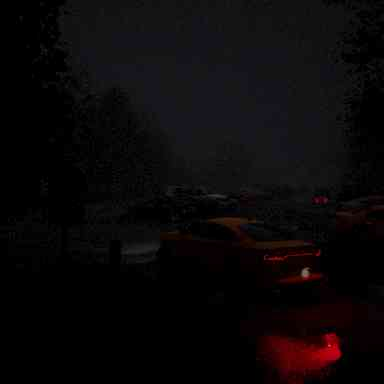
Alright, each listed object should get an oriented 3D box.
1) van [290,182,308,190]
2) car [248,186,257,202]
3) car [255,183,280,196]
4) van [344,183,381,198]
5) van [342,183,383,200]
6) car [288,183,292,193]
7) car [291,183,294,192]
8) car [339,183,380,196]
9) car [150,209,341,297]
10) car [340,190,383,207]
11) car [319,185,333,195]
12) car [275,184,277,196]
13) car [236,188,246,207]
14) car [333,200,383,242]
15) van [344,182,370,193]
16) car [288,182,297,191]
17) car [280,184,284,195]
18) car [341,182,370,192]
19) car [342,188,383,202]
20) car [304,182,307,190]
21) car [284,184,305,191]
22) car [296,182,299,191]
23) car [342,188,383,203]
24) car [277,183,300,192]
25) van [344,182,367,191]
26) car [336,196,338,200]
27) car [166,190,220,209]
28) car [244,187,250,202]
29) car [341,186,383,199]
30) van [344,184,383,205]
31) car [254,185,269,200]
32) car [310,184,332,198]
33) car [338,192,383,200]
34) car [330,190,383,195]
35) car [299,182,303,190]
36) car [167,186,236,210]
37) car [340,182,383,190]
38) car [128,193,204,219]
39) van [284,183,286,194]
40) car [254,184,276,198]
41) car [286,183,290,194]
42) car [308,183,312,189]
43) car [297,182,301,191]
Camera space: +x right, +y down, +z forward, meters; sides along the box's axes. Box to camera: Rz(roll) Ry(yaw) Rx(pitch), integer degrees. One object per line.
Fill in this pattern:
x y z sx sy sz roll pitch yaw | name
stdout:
29.135 -1.673 90.184 4.442 1.987 1.878 1 1 25 | van
3.641 0.467 34.754 5.366 1.575 1.946 1 3 25 | car
9.617 -0.168 47.260 4.553 1.767 2.185 1 2 25 | car
23.867 -0.238 46.753 4.442 1.987 1.878 1 2 25 | van
21.348 -0.065 41.799 4.442 1.987 1.878 1 2 24 | van
14.187 -0.363 57.378 4.792 1.488 2.163 1 2 25 | car
15.344 -0.450 59.900 4.792 1.488 2.163 1 2 25 | car
26.044 -0.438 51.845 5.566 2.045 2.435 1 2 25 | car
0.892 1.389 8.476 1.882 1.535 5.008 2 -1 -31 | car
16.815 0.596 31.731 4.792 1.488 2.163 1 3 25 | car
22.808 -0.358 56.581 1.882 1.535 5.008 1 2 25 | car
8.425 0.051 44.755 4.892 1.521 2.231 1 3 25 | car
1.665 0.695 29.557 5.366 1.575 1.946 1 3 25 | car
8.811 1.336 14.222 5.008 1.535 2.097 1 3 25 | car
31.998 -0.847 64.485 4.442 1.987 1.878 1 2 25 | van
16.358 -0.572 62.487 5.366 1.575 1.946 1 2 25 | car
10.771 -0.102 49.786 4.792 1.488 2.163 1 2 25 | car
35.328 -1.135 72.095 5.566 2.045 2.435 1 2 25 | car
20.327 0.284 39.251 4.792 1.488 2.163 1 2 25 | car
23.461 -1.086 77.546 5.008 1.535 2.097 1 2 25 | car
24.624 -1.133 80.066 4.674 1.452 2.002 1 2 25 | car
17.689 -0.651 64.929 4.892 1.521 2.231 1 2 25 | car
19.227 0.379 36.853 4.792 1.488 2.163 1 3 25 | car
21.124 -1.039 72.508 4.553 1.767 2.185 1 2 25 | car
36.614 -1.194 74.553 4.442 1.987 1.878 1 2 25 | van
11.045 1.149 19.154 4.792 1.488 2.163 1 3 25 | car
-0.811 0.917 24.589 5.008 1.535 2.097 1 3 25 | car
2.659 0.585 32.153 4.892 1.521 2.231 1 3 25 | car
22.612 0.073 44.290 5.008 1.535 2.097 1 2 25 | car
18.152 0.230 34.289 4.442 1.987 1.878 1 3 25 | van
6.004 0.243 39.906 5.366 1.575 1.946 1 3 25 | car
18.518 -0.022 47.226 2.128 1.511 4.902 1 2 25 | car
9.998 1.100 16.719 4.553 1.767 2.185 1 3 25 | car
13.211 0.892 24.249 5.366 1.575 1.946 1 3 25 | car
19.827 -0.832 70.054 5.366 1.575 1.946 1 2 25 | car
0.365 0.555 27.090 5.566 2.045 2.435 1 3 25 | car
15.713 0.426 29.180 5.566 2.045 2.435 1 3 25 | car
-1.999 1.057 22.083 4.792 1.488 2.163 1 3 25 | car
12.007 -0.443 52.264 4.442 1.987 1.878 1 2 25 | van
7.447 0.149 42.162 5.366 1.575 1.946 1 3 25 | car
13.031 -0.276 54.856 4.792 1.488 2.163 1 2 25 | car
26.961 -1.597 85.090 5.566 2.045 2.435 1 2 25 | car
18.834 -0.738 67.457 4.892 1.521 2.231 1 2 25 | car
